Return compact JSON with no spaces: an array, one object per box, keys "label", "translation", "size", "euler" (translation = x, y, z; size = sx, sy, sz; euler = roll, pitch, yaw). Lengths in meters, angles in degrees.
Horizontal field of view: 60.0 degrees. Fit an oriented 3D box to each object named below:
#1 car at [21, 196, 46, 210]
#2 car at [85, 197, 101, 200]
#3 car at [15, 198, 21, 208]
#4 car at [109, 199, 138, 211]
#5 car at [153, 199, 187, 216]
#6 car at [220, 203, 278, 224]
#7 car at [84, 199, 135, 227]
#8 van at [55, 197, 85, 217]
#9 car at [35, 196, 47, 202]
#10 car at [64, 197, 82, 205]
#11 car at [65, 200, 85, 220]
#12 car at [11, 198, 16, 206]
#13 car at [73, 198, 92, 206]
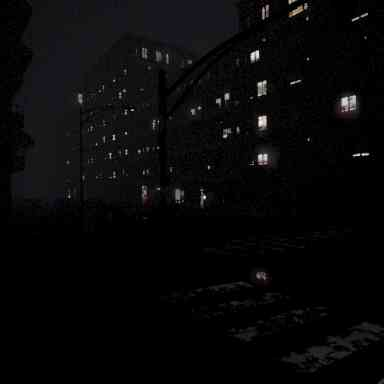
[{"label":"car","translation":[-21.997,1.628,46.409],"size":[1.967,1.590,4.097],"euler":[-1,1,-36]},{"label":"car","translation":[-15.181,1.502,51.283],"size":[1.967,1.590,4.097],"euler":[-1,1,-36]},{"label":"car","translation":[-25.215,1.770,50.910],"size":[1.947,1.339,4.313],"euler":[-1,1,-36]},{"label":"car","translation":[-8.739,1.582,42.282],"size":[2.008,1.369,4.403],"euler":[-1,1,-36]},{"label":"car","translation":[-2.301,1.441,33.279],"size":[1.967,1.590,4.097],"euler":[-1,1,-36]},{"label":"car","translation":[4.041,1.498,24.417],"size":[1.752,1.417,4.829],"euler":[-1,1,-36]},{"label":"car","translation":[-5.896,1.553,23.904],"size":[1.967,1.590,4.097],"euler":[-1,1,-36]},{"label":"van","translation":[-12.338,1.483,32.904],"size":[1.690,1.788,3.998],"euler":[-1,1,-36]},{"label":"car","translation":[-37.720,1.728,82.792],"size":[1.887,1.381,4.507],"euler":[-1,1,-36]},{"label":"car","translation":[-21.620,1.646,60.287],"size":[2.008,1.369,4.403],"euler":[-1,1,-36]},{"label":"car","translation":[-9.016,1.652,28.267],"size":[1.752,1.417,4.829],"euler":[-1,1,-36]},{"label":"car","translation":[-31.655,1.783,59.913],"size":[1.887,1.381,4.507],"euler":[-1,1,-36]},{"label":"car","translation":[-18.400,1.644,55.785],"size":[1.947,1.339,4.313],"euler":[-1,1,-36]}]
